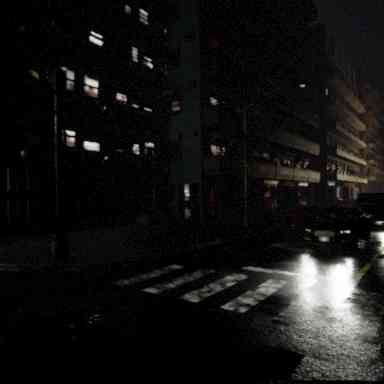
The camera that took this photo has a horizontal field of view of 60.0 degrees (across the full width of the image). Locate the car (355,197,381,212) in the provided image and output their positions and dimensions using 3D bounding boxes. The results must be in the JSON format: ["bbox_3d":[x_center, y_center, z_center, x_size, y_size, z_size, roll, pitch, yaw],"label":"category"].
[{"bbox_3d":[19.164,1.311,36.139,1.947,1.339,4.313,-1,0,36],"label":"car"}]

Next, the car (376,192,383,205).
[{"bbox_3d":[29.149,0.932,49.886,2.192,1.841,5.009,-1,0,36],"label":"car"}]

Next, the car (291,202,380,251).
[{"bbox_3d":[6.107,1.387,13.781,2.128,1.511,4.902,-1,0,36],"label":"car"}]

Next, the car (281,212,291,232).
[{"bbox_3d":[6.491,1.458,18.855,1.887,1.381,4.507,-1,0,36],"label":"car"}]

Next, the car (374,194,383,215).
[{"bbox_3d":[18.030,1.090,30.171,2.097,1.767,4.553,-1,0,36],"label":"car"}]

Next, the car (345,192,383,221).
[{"bbox_3d":[11.961,1.039,21.852,2.150,2.045,5.566,-1,0,35],"label":"car"}]
